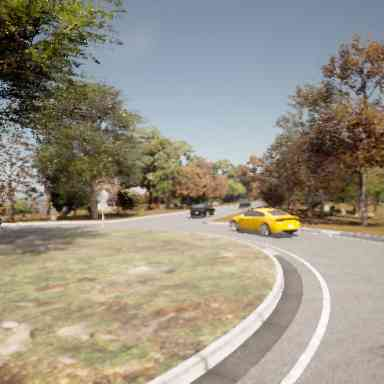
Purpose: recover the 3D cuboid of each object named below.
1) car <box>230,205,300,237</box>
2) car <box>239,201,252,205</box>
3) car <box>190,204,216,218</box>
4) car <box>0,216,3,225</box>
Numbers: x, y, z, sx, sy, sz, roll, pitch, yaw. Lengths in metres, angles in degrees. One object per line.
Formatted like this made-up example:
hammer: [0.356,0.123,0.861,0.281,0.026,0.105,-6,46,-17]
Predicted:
car: [4.218,1.752,20.157,1.882,1.535,5.008,0,-1,-27]
car: [10.339,2.410,64.071,1.837,1.490,4.892,-1,-1,20]
car: [1.351,2.098,38.068,1.882,1.535,5.008,-1,-1,20]
car: [-17.861,2.288,26.061,5.357,1.411,2.033,0,-1,-29]
